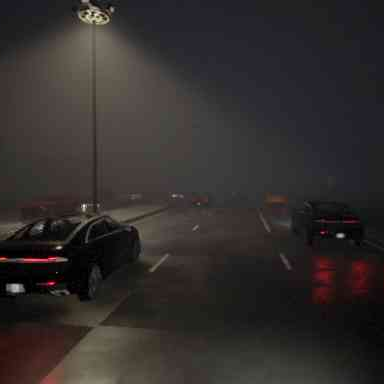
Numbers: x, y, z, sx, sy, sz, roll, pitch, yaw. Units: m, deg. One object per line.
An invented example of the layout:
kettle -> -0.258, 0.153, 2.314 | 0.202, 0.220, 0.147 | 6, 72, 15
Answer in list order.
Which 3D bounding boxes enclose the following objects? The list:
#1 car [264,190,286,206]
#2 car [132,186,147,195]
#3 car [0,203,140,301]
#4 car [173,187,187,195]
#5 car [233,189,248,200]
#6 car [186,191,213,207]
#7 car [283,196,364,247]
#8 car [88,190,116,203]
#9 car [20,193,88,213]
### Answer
car -> 8.180, 0.545, 32.799 | 1.882, 1.535, 5.008 | 0, 2, 9
car -> -9.687, -0.300, 61.631 | 2.128, 1.511, 4.902 | 0, 2, 9
car -> -2.592, 1.260, 7.759 | 2.128, 1.511, 4.902 | 0, 2, 6
car -> -2.326, -0.219, 63.242 | 1.895, 1.301, 4.718 | 0, 2, 10
car -> 6.252, 0.318, 43.024 | 2.033, 1.411, 5.357 | 0, 2, 9
car -> 0.972, 0.678, 32.035 | 1.895, 1.301, 4.718 | 0, 2, 9
car -> 5.148, 1.118, 13.134 | 2.128, 1.511, 4.902 | 0, 2, 8
car -> -10.151, 0.474, 36.590 | 2.033, 1.411, 5.357 | 0, 2, 9
car -> -8.978, 0.838, 21.595 | 1.882, 1.535, 5.008 | 0, 2, 9
